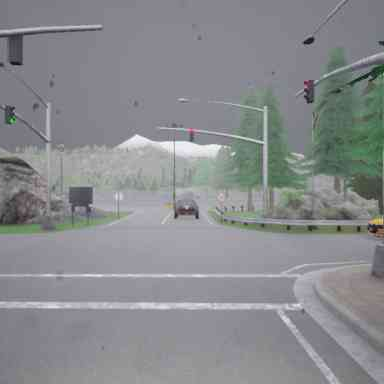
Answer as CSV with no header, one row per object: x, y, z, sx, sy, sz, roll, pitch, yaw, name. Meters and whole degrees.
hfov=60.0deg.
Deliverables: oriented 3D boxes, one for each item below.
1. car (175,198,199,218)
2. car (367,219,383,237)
-0.459,1.358,30.275,2.097,1.767,4.553,0,0,0,car
11.787,1.673,17.249,5.008,1.535,1.882,0,0,0,car
